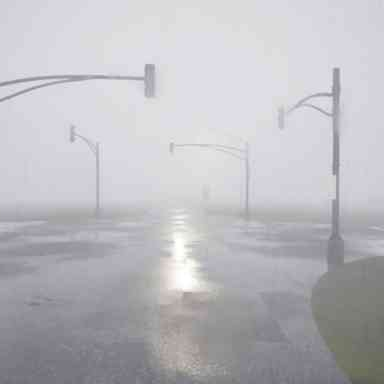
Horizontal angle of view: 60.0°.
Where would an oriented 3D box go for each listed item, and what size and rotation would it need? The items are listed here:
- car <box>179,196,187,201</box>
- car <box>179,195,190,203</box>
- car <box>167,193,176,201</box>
[{"bbox_3d":[-2.183,1.558,79.898,1.895,1.301,4.718,0,0,-4],"label":"car"},{"bbox_3d":[-1.586,1.383,69.824,2.097,1.767,4.553,0,0,-3],"label":"car"},{"bbox_3d":[-4.570,1.013,73.918,2.097,1.767,4.553,0,0,-3],"label":"car"}]
